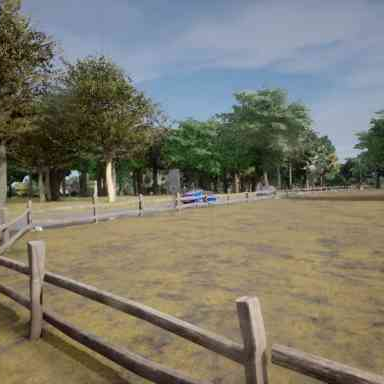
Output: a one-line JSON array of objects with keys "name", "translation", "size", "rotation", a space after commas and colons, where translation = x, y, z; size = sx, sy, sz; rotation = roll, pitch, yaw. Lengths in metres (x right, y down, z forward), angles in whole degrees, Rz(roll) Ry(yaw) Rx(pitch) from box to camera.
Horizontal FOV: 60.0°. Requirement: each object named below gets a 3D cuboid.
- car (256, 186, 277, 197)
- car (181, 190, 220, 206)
[{"name": "car", "translation": [12.286, -0.214, 54.776], "size": [2.097, 1.767, 4.553], "rotation": [-3, 0, 35]}, {"name": "car", "translation": [0.952, 0.496, 32.785], "size": [1.882, 1.535, 5.008], "rotation": [-3, 0, 35]}]
